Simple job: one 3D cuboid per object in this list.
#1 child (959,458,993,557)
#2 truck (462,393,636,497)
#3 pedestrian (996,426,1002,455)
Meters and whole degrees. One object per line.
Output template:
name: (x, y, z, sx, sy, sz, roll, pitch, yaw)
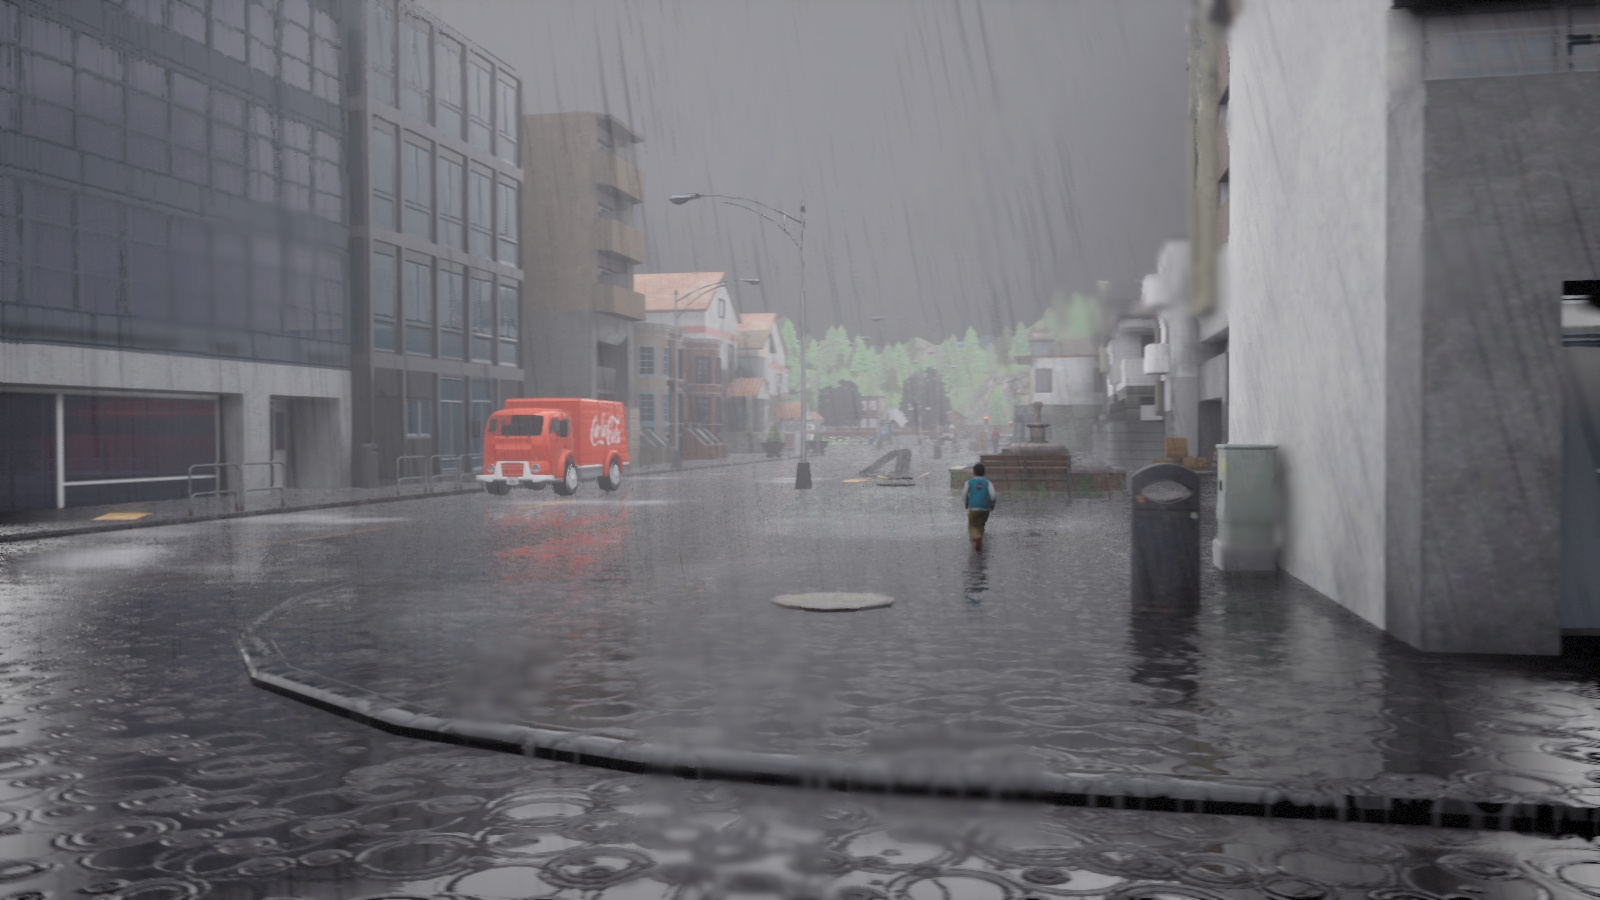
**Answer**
child: (2.174, 0.706, 15.533, 0.343, 1.192, 0.448, 0, 1, 0)
truck: (-6.411, -0.163, 32.876, 2.627, 2.467, 5.204, 0, 1, 12)
pedestrian: (12.660, -0.585, 79.957, 0.331, 1.846, 0.636, 0, 1, 10)
